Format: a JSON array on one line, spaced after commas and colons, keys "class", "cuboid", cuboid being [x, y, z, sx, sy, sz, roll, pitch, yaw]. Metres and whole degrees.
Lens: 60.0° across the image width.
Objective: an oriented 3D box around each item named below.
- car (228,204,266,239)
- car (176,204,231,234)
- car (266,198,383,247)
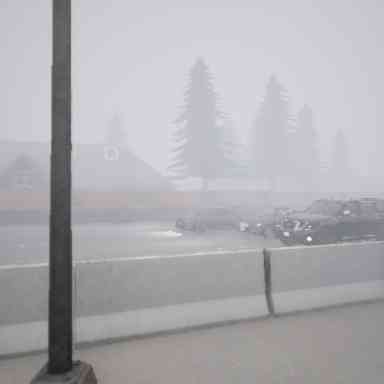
[{"class": "car", "cuboid": [4.673, 1.536, 17.134, 4.902, 1.511, 2.128, 0, 0, -25]}, {"class": "car", "cuboid": [1.173, 1.594, 19.378, 4.181, 1.385, 1.994, 0, 0, -25]}, {"class": "car", "cuboid": [6.129, 1.269, 13.926, 5.566, 2.045, 2.150, 0, 0, -25]}]
